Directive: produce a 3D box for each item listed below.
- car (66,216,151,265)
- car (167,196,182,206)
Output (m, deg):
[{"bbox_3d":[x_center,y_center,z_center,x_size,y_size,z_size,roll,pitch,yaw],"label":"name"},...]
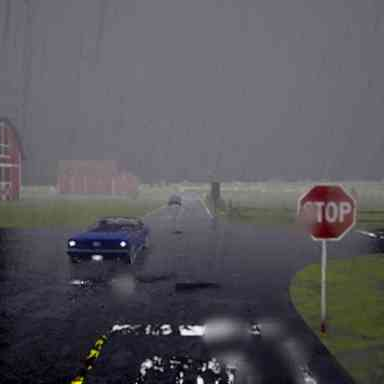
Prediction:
[{"bbox_3d":[-2.652,1.548,11.540,1.895,1.301,4.718,1,0,0],"label":"car"},{"bbox_3d":[-2.342,1.242,46.712,2.033,1.411,5.357,0,0,1],"label":"car"}]
